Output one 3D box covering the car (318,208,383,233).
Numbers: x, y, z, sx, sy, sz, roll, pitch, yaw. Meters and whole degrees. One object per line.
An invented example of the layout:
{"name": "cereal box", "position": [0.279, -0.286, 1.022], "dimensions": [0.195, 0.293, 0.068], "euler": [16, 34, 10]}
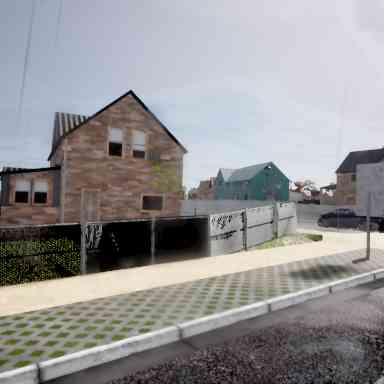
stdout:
{"name": "car", "position": [9.781, 1.669, 20.085], "dimensions": [1.994, 1.385, 4.181], "euler": [3, -2, -32]}
